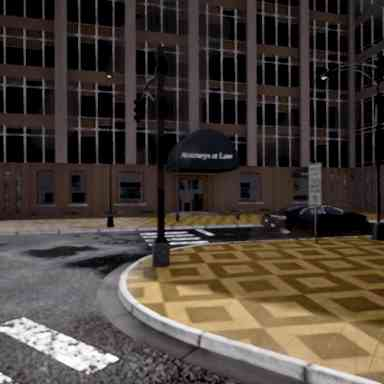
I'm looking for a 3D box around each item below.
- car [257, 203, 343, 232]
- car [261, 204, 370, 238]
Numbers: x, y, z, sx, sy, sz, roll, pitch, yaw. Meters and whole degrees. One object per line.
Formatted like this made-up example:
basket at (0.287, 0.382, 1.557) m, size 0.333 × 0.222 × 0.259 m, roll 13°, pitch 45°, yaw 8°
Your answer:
car at (6.035, 1.385, 18.822) m, size 4.181 × 1.385 × 1.994 m, roll 0°, pitch 0°, yaw -14°
car at (6.075, 1.306, 15.896) m, size 4.902 × 1.511 × 2.128 m, roll 0°, pitch 0°, yaw -14°
